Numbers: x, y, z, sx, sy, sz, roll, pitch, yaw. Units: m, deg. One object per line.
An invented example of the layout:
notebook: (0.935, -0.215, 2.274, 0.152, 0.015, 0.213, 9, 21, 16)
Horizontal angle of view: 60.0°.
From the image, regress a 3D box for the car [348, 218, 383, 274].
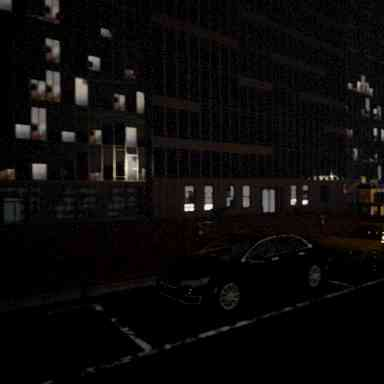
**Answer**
car: (5.742, 1.553, 10.672, 4.829, 1.417, 1.752, 0, -1, -35)

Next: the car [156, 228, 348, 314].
car: (1.301, 1.564, 7.503, 4.403, 1.369, 2.008, 0, -1, -35)
